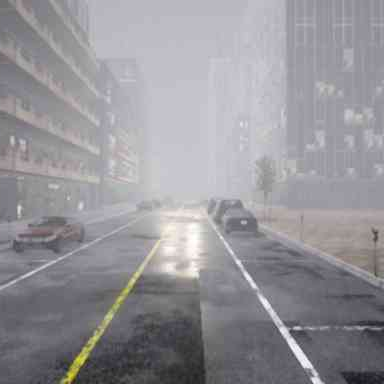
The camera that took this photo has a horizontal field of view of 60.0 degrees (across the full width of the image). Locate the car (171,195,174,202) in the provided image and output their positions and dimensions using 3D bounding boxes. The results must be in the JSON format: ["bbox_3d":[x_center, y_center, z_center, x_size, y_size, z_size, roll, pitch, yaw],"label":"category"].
[{"bbox_3d":[-5.729,1.676,80.080,2.192,1.841,5.009,1,0,0],"label":"car"}]

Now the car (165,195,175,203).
[{"bbox_3d":[-5.735,1.712,85.602,2.192,1.841,5.009,1,0,0],"label":"car"}]

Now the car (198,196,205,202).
[{"bbox_3d":[2.656,1.958,91.299,1.752,1.417,4.829,1,0,0],"label":"car"}]

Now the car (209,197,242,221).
[{"bbox_3d":[2.689,1.392,24.853,2.192,1.841,5.009,1,0,0],"label":"car"}]

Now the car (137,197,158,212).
[{"bbox_3d":[-5.704,1.691,41.416,1.887,1.381,4.507,1,0,0],"label":"car"}]

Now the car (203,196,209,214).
[{"bbox_3d":[2.682,1.434,35.899,2.192,1.841,5.009,1,0,0],"label":"car"}]

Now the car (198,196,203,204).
[{"bbox_3d":[2.659,1.871,69.035,1.802,1.307,4.206,1,0,0],"label":"car"}]

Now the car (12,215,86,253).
[{"bbox_3d":[-5.688,1.624,13.802,1.802,1.307,4.206,1,0,0],"label":"car"}]

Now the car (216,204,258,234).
[{"bbox_3d":[2.689,1.623,19.329,1.947,1.339,4.313,1,0,0],"label":"car"}]

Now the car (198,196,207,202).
[{"bbox_3d":[2.658,1.834,85.606,1.967,1.590,4.097,1,0,0],"label":"car"}]

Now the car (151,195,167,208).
[{"bbox_3d":[-5.708,1.514,52.463,2.192,1.841,5.009,1,0,0],"label":"car"}]

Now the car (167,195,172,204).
[{"bbox_3d":[-5.721,1.859,69.032,1.947,1.339,4.313,1,0,0],"label":"car"}]
